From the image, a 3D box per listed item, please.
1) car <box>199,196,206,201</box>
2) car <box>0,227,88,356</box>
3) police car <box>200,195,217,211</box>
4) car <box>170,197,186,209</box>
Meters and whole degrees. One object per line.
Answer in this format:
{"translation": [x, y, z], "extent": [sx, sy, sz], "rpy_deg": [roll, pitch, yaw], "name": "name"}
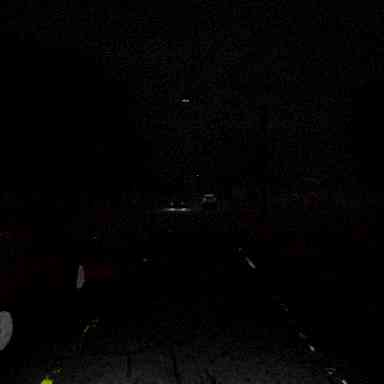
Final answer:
{"translation": [3.013, 1.896, 94.152], "extent": [1.994, 1.385, 4.181], "rpy_deg": [0, 0, 2], "name": "car"}
{"translation": [-3.515, 1.507, 6.212], "extent": [1.882, 1.535, 5.008], "rpy_deg": [0, 0, 1], "name": "car"}
{"translation": [2.356, 1.631, 44.543], "extent": [1.930, 1.638, 5.238], "rpy_deg": [0, 0, 2], "name": "police car"}
{"translation": [-2.051, 1.581, 50.428], "extent": [2.097, 1.767, 4.553], "rpy_deg": [0, 0, 2], "name": "car"}
